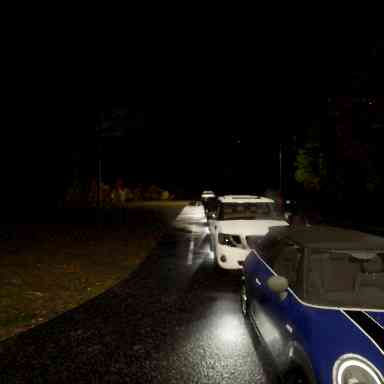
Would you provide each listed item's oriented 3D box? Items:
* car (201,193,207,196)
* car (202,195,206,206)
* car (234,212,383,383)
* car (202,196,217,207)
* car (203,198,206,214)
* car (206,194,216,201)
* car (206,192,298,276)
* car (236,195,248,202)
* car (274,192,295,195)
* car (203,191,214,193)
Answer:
[{"bbox_3d":[2.309,1.274,41.613,2.128,1.511,4.902,0,0,1],"label":"car"},{"bbox_3d":[2.055,1.322,29.357,1.882,1.535,5.008,0,0,1],"label":"car"},{"bbox_3d":[1.937,1.338,4.168,2.097,1.767,4.553,0,0,0],"label":"car"},{"bbox_3d":[2.469,1.313,48.021,1.994,1.385,4.181,0,0,2],"label":"car"},{"bbox_3d":[1.934,1.380,23.102,1.837,1.490,4.892,0,0,1],"label":"car"},{"bbox_3d":[4.155,1.218,71.663,1.895,1.301,4.718,0,0,8],"label":"car"},{"bbox_3d":[1.699,1.160,10.514,2.150,2.045,5.566,0,0,1],"label":"car"},{"bbox_3d":[9.753,1.261,65.181,1.895,1.301,4.718,0,0,1],"label":"car"},{"bbox_3d":[9.152,1.050,34.171,2.150,2.045,5.566,0,0,1],"label":"car"},{"bbox_3d":[2.777,0.918,58.017,2.150,2.045,5.566,0,1,3],"label":"car"}]
